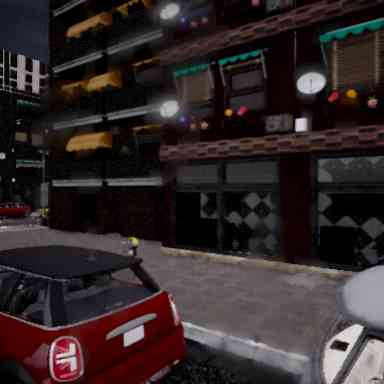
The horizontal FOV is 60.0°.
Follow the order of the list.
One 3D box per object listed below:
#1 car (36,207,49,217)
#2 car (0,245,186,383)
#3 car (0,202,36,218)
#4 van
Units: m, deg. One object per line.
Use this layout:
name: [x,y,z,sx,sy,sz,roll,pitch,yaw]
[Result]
car: [-14.713,1.915,36.321,1.752,1.417,4.829,-1,-2,35]
car: [-2.152,1.436,4.406,4.097,1.590,1.967,0,0,35]
car: [-17.771,1.728,31.930,1.967,1.590,4.097,-1,-2,35]
van: [2.367,1.343,1.182,3.998,1.788,1.690,0,0,35]
